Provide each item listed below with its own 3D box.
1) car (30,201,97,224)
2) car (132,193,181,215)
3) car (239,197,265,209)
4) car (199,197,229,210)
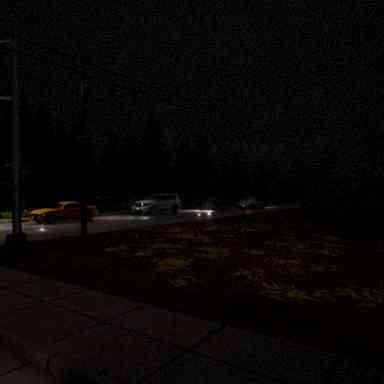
[{"bbox_3d":[-9.542,1.484,25.007,1.882,1.535,5.008,0,0,37],"label":"car"},{"bbox_3d":[-3.425,1.174,33.246,2.150,2.045,5.566,0,0,36],"label":"car"},{"bbox_3d":[7.557,1.399,41.836,1.812,1.442,4.674,0,0,37],"label":"car"},{"bbox_3d":[2.799,1.403,41.602,1.837,1.490,4.892,0,0,37],"label":"car"}]
